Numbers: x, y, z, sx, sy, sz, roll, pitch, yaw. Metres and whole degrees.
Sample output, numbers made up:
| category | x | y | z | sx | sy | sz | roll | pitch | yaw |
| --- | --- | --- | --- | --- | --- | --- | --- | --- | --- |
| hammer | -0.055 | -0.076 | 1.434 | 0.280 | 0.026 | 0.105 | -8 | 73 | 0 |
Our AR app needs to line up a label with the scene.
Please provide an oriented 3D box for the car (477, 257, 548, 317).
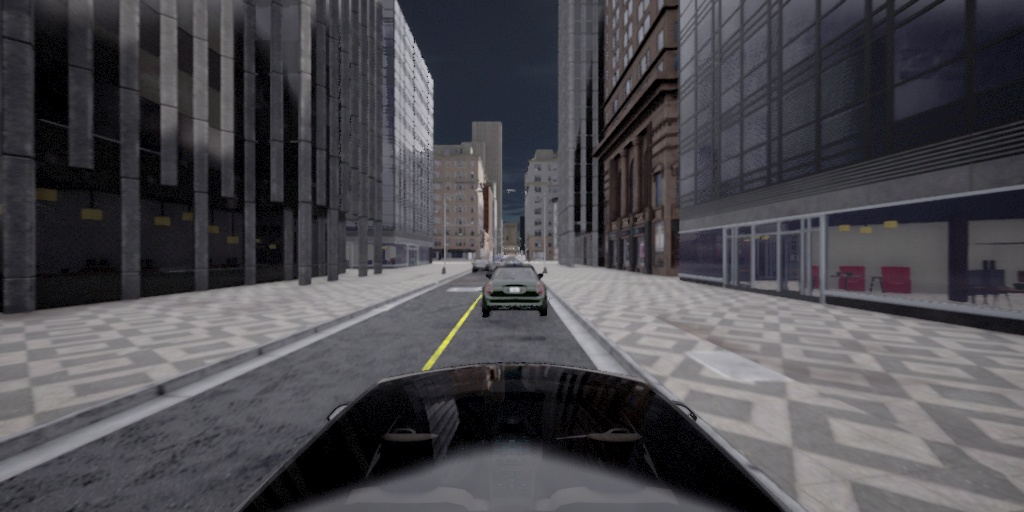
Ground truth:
| category | x | y | z | sx | sy | sz | roll | pitch | yaw |
| --- | --- | --- | --- | --- | --- | --- | --- | --- | --- |
| car | 0.093 | 1.034 | 13.013 | 2.097 | 1.767 | 4.553 | 0 | 0 | 0 |

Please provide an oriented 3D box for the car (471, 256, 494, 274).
| category | x | y | z | sx | sy | sz | roll | pitch | yaw |
| --- | --- | --- | --- | --- | --- | --- | --- | --- | --- |
| car | -3.081 | 1.045 | 37.245 | 1.837 | 1.490 | 4.892 | 0 | 0 | 0 |
